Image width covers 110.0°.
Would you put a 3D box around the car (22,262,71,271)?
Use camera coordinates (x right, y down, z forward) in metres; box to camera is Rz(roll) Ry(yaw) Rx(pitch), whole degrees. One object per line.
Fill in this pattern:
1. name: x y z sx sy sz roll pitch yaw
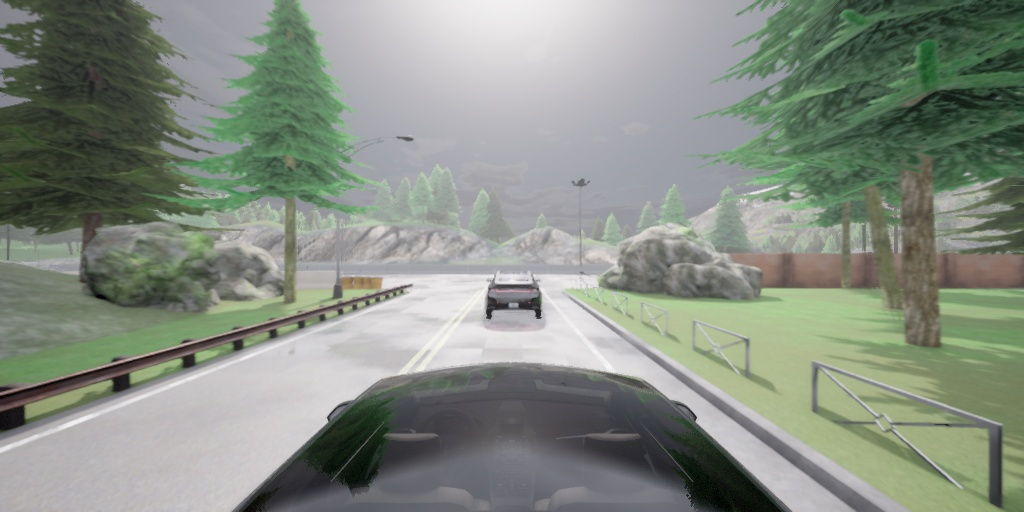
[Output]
1. car: -43.223 1.462 32.668 5.008 1.535 1.882 0 0 0

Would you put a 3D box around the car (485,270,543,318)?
1. car: 0.064 1.256 13.076 2.128 1.511 4.902 0 0 0
